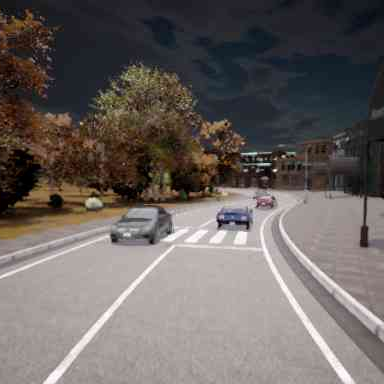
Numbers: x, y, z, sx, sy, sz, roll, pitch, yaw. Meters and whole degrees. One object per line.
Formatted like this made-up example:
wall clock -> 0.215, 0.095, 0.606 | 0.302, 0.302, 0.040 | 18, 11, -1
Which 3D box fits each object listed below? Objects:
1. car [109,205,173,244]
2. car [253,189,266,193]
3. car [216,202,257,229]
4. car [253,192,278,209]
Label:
car -> -2.081, 1.357, 15.052 | 1.812, 1.442, 4.674 | 1, 1, 10
car -> 11.398, 0.388, 55.390 | 2.097, 1.767, 4.553 | 1, 2, 18
car -> 2.746, 1.410, 20.410 | 1.895, 1.301, 4.718 | 1, 1, 13
car -> 8.435, 1.058, 37.431 | 1.812, 1.442, 4.674 | 2, 2, 21
